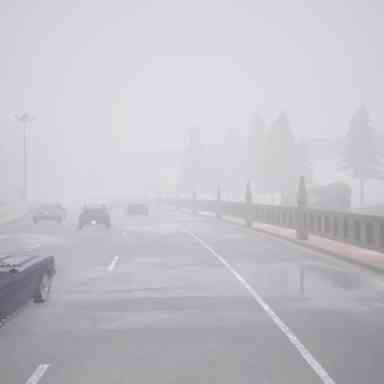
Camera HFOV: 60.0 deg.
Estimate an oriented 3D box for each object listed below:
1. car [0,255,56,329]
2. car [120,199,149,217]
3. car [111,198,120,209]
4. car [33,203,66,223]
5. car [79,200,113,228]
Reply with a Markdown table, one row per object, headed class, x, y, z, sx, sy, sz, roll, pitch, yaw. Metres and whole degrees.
| class | x | y | z | sx | sy | sz | roll | pitch | yaw |
| --- | --- | --- | --- | --- | --- | --- | --- | --- | --- |
| car | -3.758 | 1.601 | 5.127 | 1.895 | 1.301 | 4.718 | 0 | 0 | -3 |
| car | -5.318 | 1.477 | 31.223 | 1.882 | 1.535 | 5.008 | 0 | 0 | -17 |
| car | -9.761 | 1.525 | 42.719 | 1.812 | 1.442 | 4.674 | 0 | 0 | -24 |
| car | -10.753 | 1.547 | 25.302 | 2.033 | 1.411 | 5.357 | 0 | 0 | -16 |
| car | -6.408 | 1.506 | 22.122 | 1.837 | 1.490 | 4.892 | 0 | 0 | -13 |
